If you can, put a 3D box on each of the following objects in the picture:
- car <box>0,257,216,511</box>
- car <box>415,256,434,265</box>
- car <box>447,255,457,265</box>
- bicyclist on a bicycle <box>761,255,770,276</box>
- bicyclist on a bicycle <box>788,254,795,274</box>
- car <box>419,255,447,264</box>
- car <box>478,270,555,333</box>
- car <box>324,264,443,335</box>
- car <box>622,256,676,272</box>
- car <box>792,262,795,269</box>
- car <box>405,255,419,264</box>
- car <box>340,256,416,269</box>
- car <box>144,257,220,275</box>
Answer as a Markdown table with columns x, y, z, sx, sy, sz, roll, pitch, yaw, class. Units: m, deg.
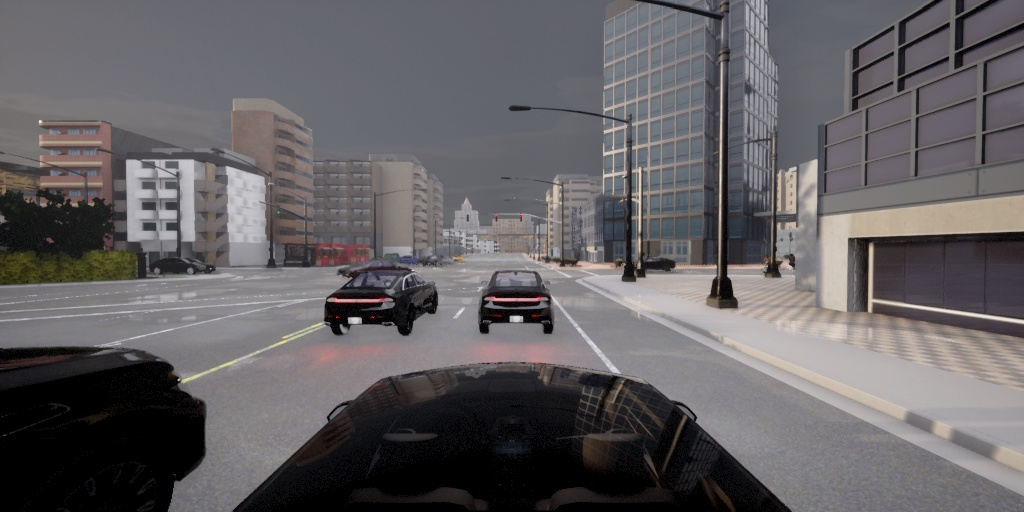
| x | y | z | sx | sy | sz | roll | pitch | yaw | class |
| --- | --- | --- | --- | --- | --- | --- | --- | --- | --- |
| -3.402 | 0.969 | 0.311 | 2.150 | 2.045 | 5.566 | 0 | 0 | 0 | car |
| -13.984 | 0.679 | 57.432 | 1.994 | 1.385 | 4.181 | 0 | 0 | 0 | car |
| -10.493 | 0.715 | 57.221 | 1.895 | 1.301 | 4.718 | 0 | 0 | 0 | car |
| 19.195 | 0.718 | 26.861 | 1.656 | 1.620 | 0.582 | -1 | 1 | -23 | bicyclist on a bicycle |
| 21.063 | 0.614 | 26.629 | 1.656 | 1.620 | 0.582 | -28 | -3 | -27 | bicyclist on a bicycle |
| -10.508 | 0.646 | 47.878 | 1.882 | 1.535 | 5.008 | 0 | 0 | 0 | car |
| 0.113 | 1.153 | 10.369 | 2.128 | 1.511 | 4.902 | 0 | 1 | 0 | car |
| -3.390 | 1.154 | 10.175 | 2.128 | 1.511 | 4.902 | 0 | 1 | 0 | car |
| 13.171 | 0.774 | 34.585 | 4.902 | 1.511 | 2.128 | 0 | 1 | 1 | car |
| 29.582 | 0.808 | 34.338 | 4.902 | 1.511 | 2.128 | 0 | 1 | 1 | car |
| -14.002 | 0.640 | 48.433 | 1.882 | 1.535 | 5.008 | 0 | 0 | 0 | car |
| -10.413 | 0.965 | 27.416 | 2.033 | 1.411 | 5.357 | 1 | 1 | 40 | car |
| -28.710 | 0.859 | 31.295 | 4.892 | 1.490 | 1.837 | 0 | 1 | 1 | car |
